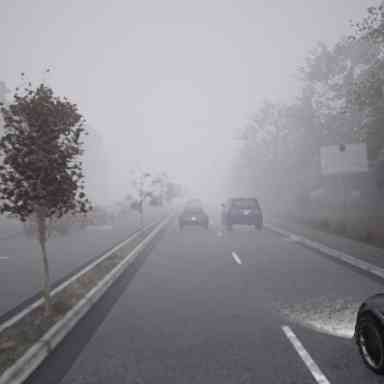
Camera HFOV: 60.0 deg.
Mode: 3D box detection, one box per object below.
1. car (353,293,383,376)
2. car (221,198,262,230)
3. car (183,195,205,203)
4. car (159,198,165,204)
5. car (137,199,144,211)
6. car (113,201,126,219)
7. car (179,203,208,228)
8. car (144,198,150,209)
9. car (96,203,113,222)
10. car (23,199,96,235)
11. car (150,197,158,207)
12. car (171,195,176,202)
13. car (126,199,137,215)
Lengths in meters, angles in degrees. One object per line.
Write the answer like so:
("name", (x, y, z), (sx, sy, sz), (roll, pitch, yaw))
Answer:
("car", (3.251, 1.589, 2.977), (1.994, 1.385, 4.181), (0, 0, 0))
("car", (3.266, 1.387, 22.474), (2.150, 2.045, 5.566), (0, 0, 1))
("car", (0.291, 1.630, 41.924), (2.097, 1.767, 4.553), (0, 0, 1))
("car", (-7.532, 1.866, 68.580), (2.163, 1.488, 4.792), (0, 0, 3))
("car", (-7.881, 1.793, 42.441), (2.002, 1.452, 4.674), (0, 0, 0))
("car", (-7.950, 1.740, 31.349), (2.002, 1.452, 4.674), (0, 0, 0))
("car", (0.111, 1.738, 23.788), (1.994, 1.385, 4.181), (0, 0, 0))
("car", (-7.847, 1.777, 47.992), (2.231, 1.521, 4.892), (0, 0, 0))
("car", (-7.983, 1.699, 25.770), (2.163, 1.488, 4.792), (0, 0, 0))
("car", (-8.017, 1.384, 20.227), (2.435, 2.045, 5.566), (0, 0, 0))
("car", (-7.779, 1.813, 58.985), (2.097, 1.535, 5.008), (0, 0, 1))
("car", (-6.151, 1.863, 86.585), (1.946, 1.575, 5.366), (0, 0, 7))
("car", (-7.915, 1.757, 36.865), (2.163, 1.488, 4.792), (0, 0, 0))
